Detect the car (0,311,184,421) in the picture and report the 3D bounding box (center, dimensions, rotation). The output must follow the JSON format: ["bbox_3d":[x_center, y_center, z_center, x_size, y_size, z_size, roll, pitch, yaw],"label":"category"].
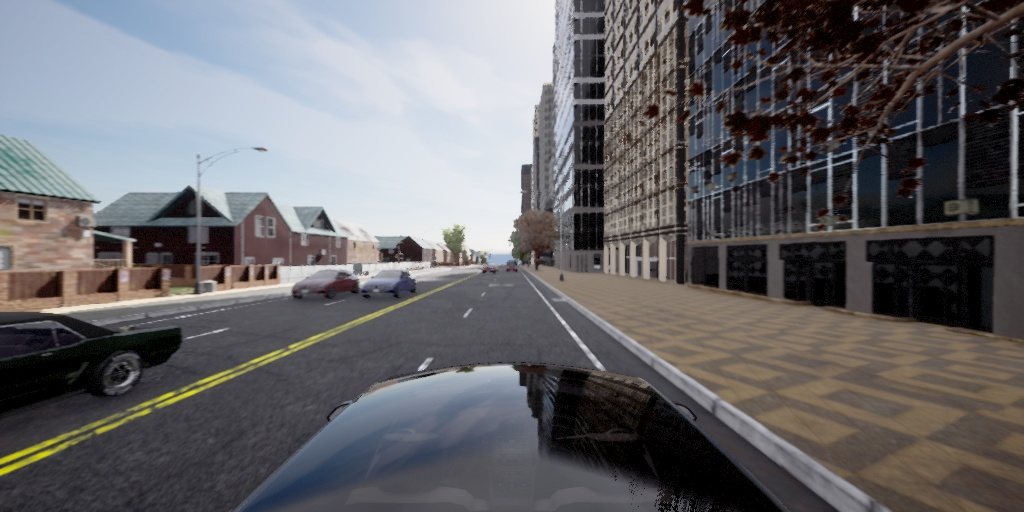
[{"bbox_3d":[-6.572,1.371,3.867,1.895,1.301,4.718,0,-1,0],"label":"car"}]

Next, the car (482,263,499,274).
[{"bbox_3d":[-3.276,1.890,51.525,1.895,1.301,4.718,0,-1,0],"label":"car"}]

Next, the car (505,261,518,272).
[{"bbox_3d":[-0.030,1.972,58.231,1.895,1.301,4.718,0,-1,0],"label":"car"}]

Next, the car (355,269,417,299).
[{"bbox_3d":[-6.563,1.453,19.700,1.812,1.442,4.674,0,-1,1],"label":"car"}]

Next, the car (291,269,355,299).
[{"bbox_3d":[-9.813,1.449,19.364,1.812,1.442,4.674,0,-1,0],"label":"car"}]
